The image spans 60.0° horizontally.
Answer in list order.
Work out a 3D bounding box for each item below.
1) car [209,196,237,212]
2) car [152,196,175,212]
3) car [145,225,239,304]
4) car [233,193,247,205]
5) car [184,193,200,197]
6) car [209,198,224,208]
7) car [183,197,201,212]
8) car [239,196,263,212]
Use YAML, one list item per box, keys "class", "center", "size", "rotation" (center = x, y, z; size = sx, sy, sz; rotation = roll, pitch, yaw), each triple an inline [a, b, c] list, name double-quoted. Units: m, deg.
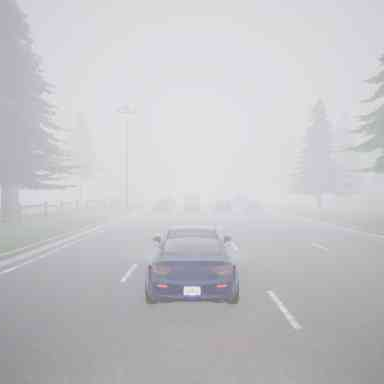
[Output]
- class: "car"
  center: [3.516, 1.491, 38.601]
  size: [2.128, 1.511, 4.902]
  rotation: [0, 0, 0]
- class: "car"
  center: [-3.484, 1.547, 38.604]
  size: [2.033, 1.411, 5.357]
  rotation: [0, 0, 0]
- class: "car"
  center: [0.004, 1.526, 7.990]
  size: [1.812, 1.442, 4.674]
  rotation: [0, 0, 0]
- class: "car"
  center: [7.020, 1.221, 49.050]
  size: [2.150, 2.045, 5.566]
  rotation: [0, 0, 0]
- class: "car"
  center: [0.020, 1.221, 49.053]
  size: [2.150, 2.045, 5.566]
  rotation: [0, 0, 0]
- class: "car"
  center: [3.520, 1.601, 49.051]
  size: [1.895, 1.301, 4.718]
  rotation: [0, 0, 0]
- class: "car"
  center: [0.016, 1.564, 39.019]
  size: [1.994, 1.385, 4.181]
  rotation: [0, 0, 0]
- class: "car"
  center: [7.016, 1.525, 39.017]
  size: [1.812, 1.442, 4.674]
  rotation: [0, 0, 0]
